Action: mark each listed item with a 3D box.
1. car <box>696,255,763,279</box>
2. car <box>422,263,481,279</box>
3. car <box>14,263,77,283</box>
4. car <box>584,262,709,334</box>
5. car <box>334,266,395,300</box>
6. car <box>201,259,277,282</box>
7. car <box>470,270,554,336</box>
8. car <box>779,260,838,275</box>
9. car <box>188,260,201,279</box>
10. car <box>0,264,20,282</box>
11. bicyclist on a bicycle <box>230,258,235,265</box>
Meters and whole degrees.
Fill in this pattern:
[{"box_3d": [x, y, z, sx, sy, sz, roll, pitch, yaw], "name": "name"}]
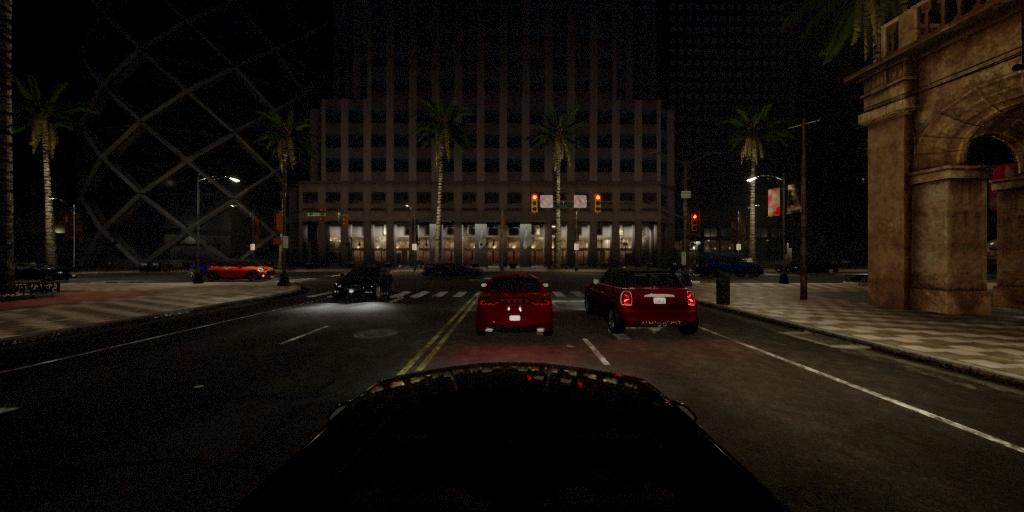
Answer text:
[{"box_3d": [19.315, 0.971, 32.192, 5.566, 2.045, 2.150, 0, 0, 0], "name": "car"}, {"box_3d": [-5.288, 1.297, 32.264, 5.357, 1.411, 2.033, 0, 0, 0], "name": "car"}, {"box_3d": [-36.002, 1.241, 26.667, 4.902, 1.511, 2.128, 0, 0, -22], "name": "car"}, {"box_3d": [3.582, 1.102, 10.796, 2.097, 1.767, 4.553, 0, 0, 0], "name": "car"}, {"box_3d": [-7.122, 1.255, 17.774, 1.837, 1.490, 4.892, 2, 0, -6], "name": "car"}, {"box_3d": [-21.479, 1.102, 28.664, 4.553, 1.767, 2.097, 0, 0, -2], "name": "car"}, {"box_3d": [0.080, 1.228, 10.455, 1.882, 1.535, 5.008, 0, 0, 0], "name": "car"}, {"box_3d": [32.779, 1.228, 39.348, 5.008, 1.535, 1.882, 0, 0, 0], "name": "car"}, {"box_3d": [-25.847, 1.102, 31.979, 4.553, 1.767, 2.097, 0, 0, -4], "name": "car"}, {"box_3d": [-42.161, 1.351, 27.555, 4.718, 1.301, 1.895, 0, 0, -32], "name": "car"}, {"box_3d": [-35.748, 1.050, 45.712, 0.582, 1.620, 1.656, 0, 0, -12], "name": "bicyclist on a bicycle"}]
